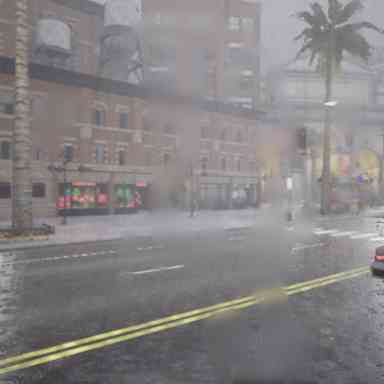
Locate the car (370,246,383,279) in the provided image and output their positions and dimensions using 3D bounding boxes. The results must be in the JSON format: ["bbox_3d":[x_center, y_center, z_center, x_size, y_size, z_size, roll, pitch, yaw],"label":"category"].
[{"bbox_3d":[6.652,1.549,8.490,5.357,1.411,2.033,0,0,-35],"label":"car"}]
